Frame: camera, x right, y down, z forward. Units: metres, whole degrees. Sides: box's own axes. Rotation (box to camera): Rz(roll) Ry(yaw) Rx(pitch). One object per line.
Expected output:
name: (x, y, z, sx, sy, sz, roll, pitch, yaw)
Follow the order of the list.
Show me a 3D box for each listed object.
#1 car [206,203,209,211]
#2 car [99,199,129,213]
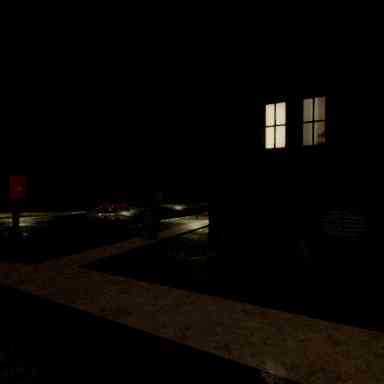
car: (3.744, 2.248, 53.446, 2.128, 1.511, 4.902, 1, -1, 21)
car: (-10.285, 1.816, 44.177, 2.097, 1.767, 4.553, 1, -1, 20)
